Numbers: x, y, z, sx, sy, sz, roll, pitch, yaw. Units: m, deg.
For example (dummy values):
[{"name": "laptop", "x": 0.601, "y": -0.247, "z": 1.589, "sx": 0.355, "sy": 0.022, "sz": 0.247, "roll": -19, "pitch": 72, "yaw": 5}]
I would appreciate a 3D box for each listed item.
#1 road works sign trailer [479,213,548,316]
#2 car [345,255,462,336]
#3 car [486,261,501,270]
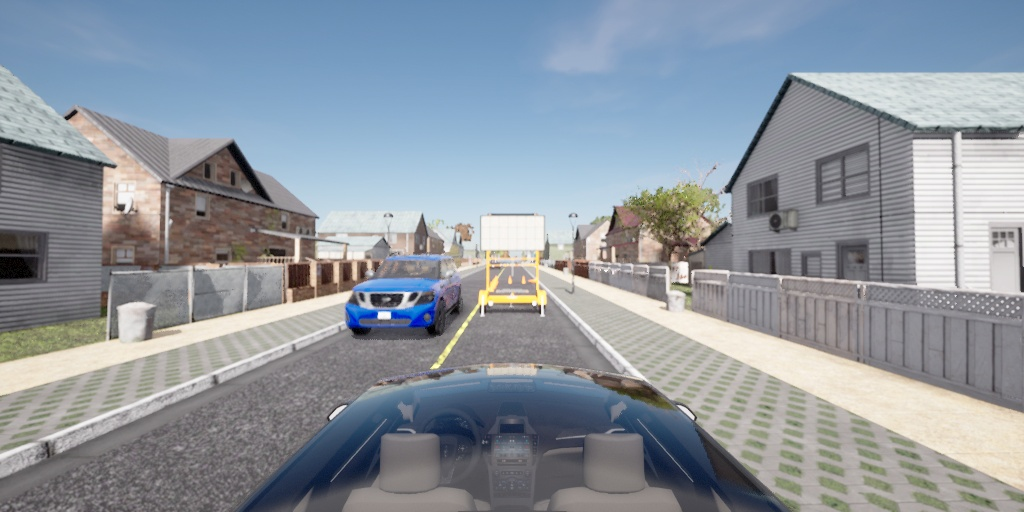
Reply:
[{"name": "road works sign trailer", "x": 0.029, "y": 0.217, "z": 13.350, "sx": 2.380, "sy": 3.560, "sz": 2.880, "roll": 0, "pitch": 0, "yaw": 0}, {"name": "car", "x": -2.838, "y": 0.973, "z": 10.747, "sx": 2.150, "sy": 2.045, "sz": 5.566, "roll": 0, "pitch": 0, "yaw": 0}, {"name": "car", "x": -2.768, "y": 1.406, "z": 54.521, "sx": 1.994, "sy": 1.385, "sz": 4.181, "roll": 0, "pitch": 0, "yaw": 0}]
